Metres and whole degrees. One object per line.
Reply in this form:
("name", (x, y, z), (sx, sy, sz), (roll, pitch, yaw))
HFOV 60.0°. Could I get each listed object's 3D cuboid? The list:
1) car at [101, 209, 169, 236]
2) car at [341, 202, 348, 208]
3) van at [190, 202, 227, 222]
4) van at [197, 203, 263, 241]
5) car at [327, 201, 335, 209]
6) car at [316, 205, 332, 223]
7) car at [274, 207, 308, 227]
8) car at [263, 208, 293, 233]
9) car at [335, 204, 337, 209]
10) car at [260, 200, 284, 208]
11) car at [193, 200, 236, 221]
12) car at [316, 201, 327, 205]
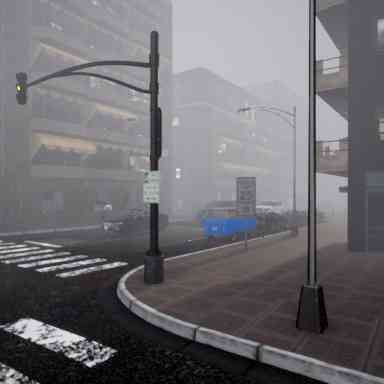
("car", (-3.467, 1.815, 20.922), (2.128, 1.511, 4.902), (0, -1, 35))
("car", (40.130, 3.375, 86.722), (1.752, 1.417, 4.829), (-1, -2, 35))
("van", (1.703, 1.903, 32.691), (1.690, 1.788, 3.998), (-1, -2, 35))
("van", (2.254, 1.704, 18.769), (1.690, 1.788, 3.998), (-1, -2, 35))
("car", (27.385, 2.728, 68.806), (2.192, 1.841, 5.009), (-1, -2, 35))
("car", (11.747, 2.233, 32.406), (2.008, 1.369, 4.403), (-1, -2, 35))
("car", (8.536, 2.158, 27.890), (1.802, 1.307, 4.206), (-1, -2, 35))
("car", (5.327, 2.035, 23.377), (1.947, 1.339, 4.313), (-1, -2, 35))
("car", (30.596, 3.064, 73.315), (1.887, 1.381, 4.507), (-1, -2, 35))
("car", (8.865, 1.954, 38.237), (2.150, 2.045, 5.566), (0, -1, 36))
("car", (2.670, 1.748, 29.534), (2.150, 2.045, 5.566), (0, -1, 37))
("car", (24.175, 2.889, 64.285), (1.802, 1.307, 4.206), (-1, -2, 35))
